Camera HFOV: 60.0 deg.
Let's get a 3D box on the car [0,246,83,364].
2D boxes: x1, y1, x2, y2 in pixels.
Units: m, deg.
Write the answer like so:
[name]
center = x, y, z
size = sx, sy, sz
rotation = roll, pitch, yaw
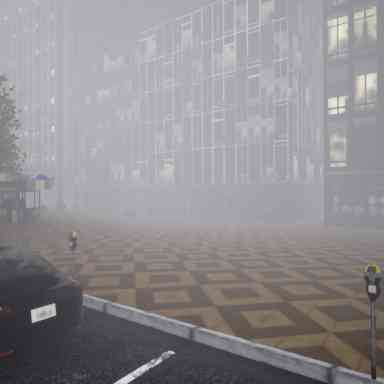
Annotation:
[car]
center = -3.568, 1.566, 5.417
size = 4.313, 1.339, 1.947
rotation = 0, 0, 35
